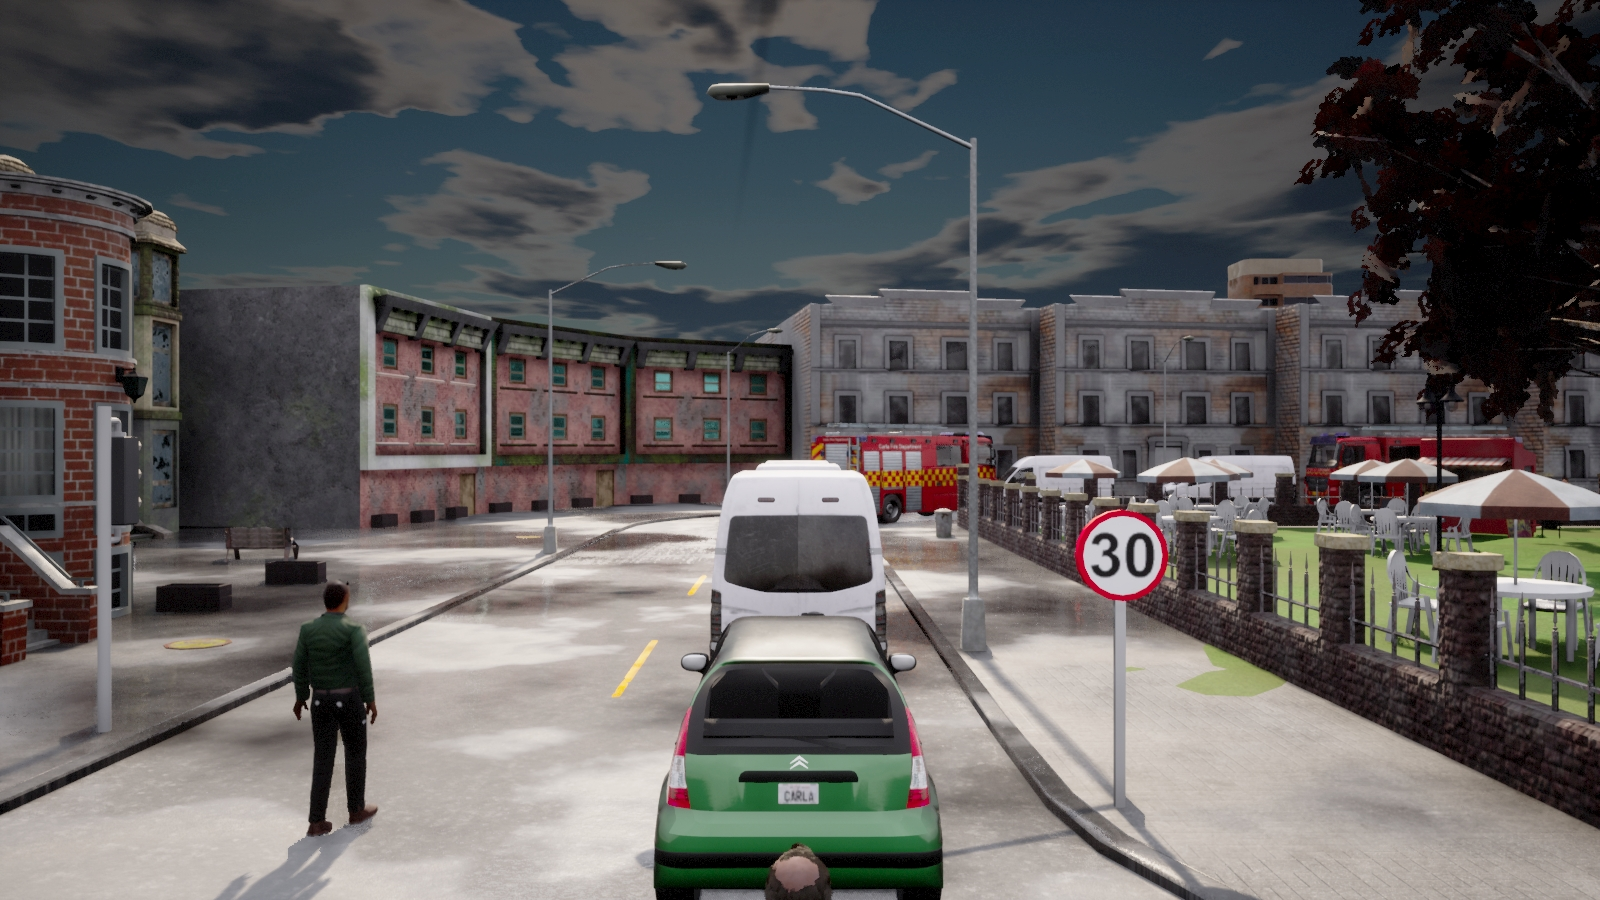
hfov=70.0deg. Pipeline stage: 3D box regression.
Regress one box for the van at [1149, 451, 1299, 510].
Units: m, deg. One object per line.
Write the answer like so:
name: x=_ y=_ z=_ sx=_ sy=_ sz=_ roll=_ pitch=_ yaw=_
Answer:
van: x=18.656 y=1.314 z=50.452 sx=5.915 sy=2.561 sz=1.988 roll=0 pitch=0 yaw=0

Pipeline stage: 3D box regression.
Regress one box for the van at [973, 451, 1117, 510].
van: x=10.768 y=1.314 z=50.430 sx=5.915 sy=2.561 sz=1.988 roll=0 pitch=0 yaw=0

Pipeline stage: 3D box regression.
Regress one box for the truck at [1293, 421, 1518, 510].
truck: x=26.739 y=0.670 z=50.713 sx=8.468 sy=3.827 sz=2.891 roll=0 pitch=0 yaw=0

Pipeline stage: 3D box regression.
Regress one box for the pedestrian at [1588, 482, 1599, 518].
pedestrian: x=29.091 y=1.805 z=41.703 sx=0.375 sy=1.300 sz=0.375 roll=0 pitch=0 yaw=0

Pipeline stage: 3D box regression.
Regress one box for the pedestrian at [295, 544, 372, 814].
pedestrian: x=-3.366 y=1.628 z=8.252 sx=0.375 sy=1.860 sz=0.375 roll=0 pitch=0 yaw=9

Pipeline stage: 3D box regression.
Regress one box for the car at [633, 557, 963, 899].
car: x=-0.015 y=1.779 z=8.404 sx=1.851 sy=1.617 sz=3.988 roll=0 pitch=0 yaw=0

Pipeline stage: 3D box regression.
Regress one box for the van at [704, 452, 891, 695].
van: x=-0.025 y=1.315 z=15.105 sx=1.988 sy=2.561 sz=5.915 roll=0 pitch=0 yaw=0

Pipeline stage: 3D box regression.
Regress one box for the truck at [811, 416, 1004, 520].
truck: x=4.502 y=0.672 z=46.247 sx=8.468 sy=3.827 sz=2.891 roll=0 pitch=0 yaw=-43
